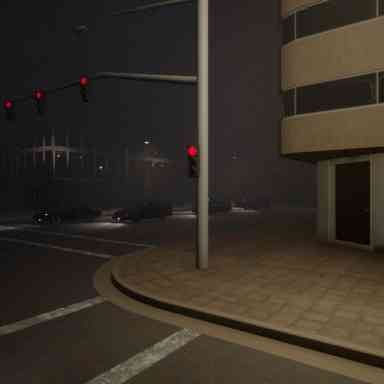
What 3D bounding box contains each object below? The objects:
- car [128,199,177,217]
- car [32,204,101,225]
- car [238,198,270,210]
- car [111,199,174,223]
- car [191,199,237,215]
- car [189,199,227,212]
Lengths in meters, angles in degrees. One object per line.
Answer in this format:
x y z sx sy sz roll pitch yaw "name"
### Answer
-3.717 1.511 32.226 1.837 1.490 4.892 0 0 36 "car"
-9.190 1.607 24.692 1.895 1.301 4.718 0 0 36 "car"
8.368 1.553 42.888 2.033 1.411 5.357 0 0 36 "car"
-3.747 1.553 26.233 2.033 1.411 5.357 0 0 36 "car"
2.174 1.553 34.381 2.033 1.411 5.357 0 0 36 "car"
2.039 1.554 40.153 2.033 1.411 5.357 0 0 36 "car"
